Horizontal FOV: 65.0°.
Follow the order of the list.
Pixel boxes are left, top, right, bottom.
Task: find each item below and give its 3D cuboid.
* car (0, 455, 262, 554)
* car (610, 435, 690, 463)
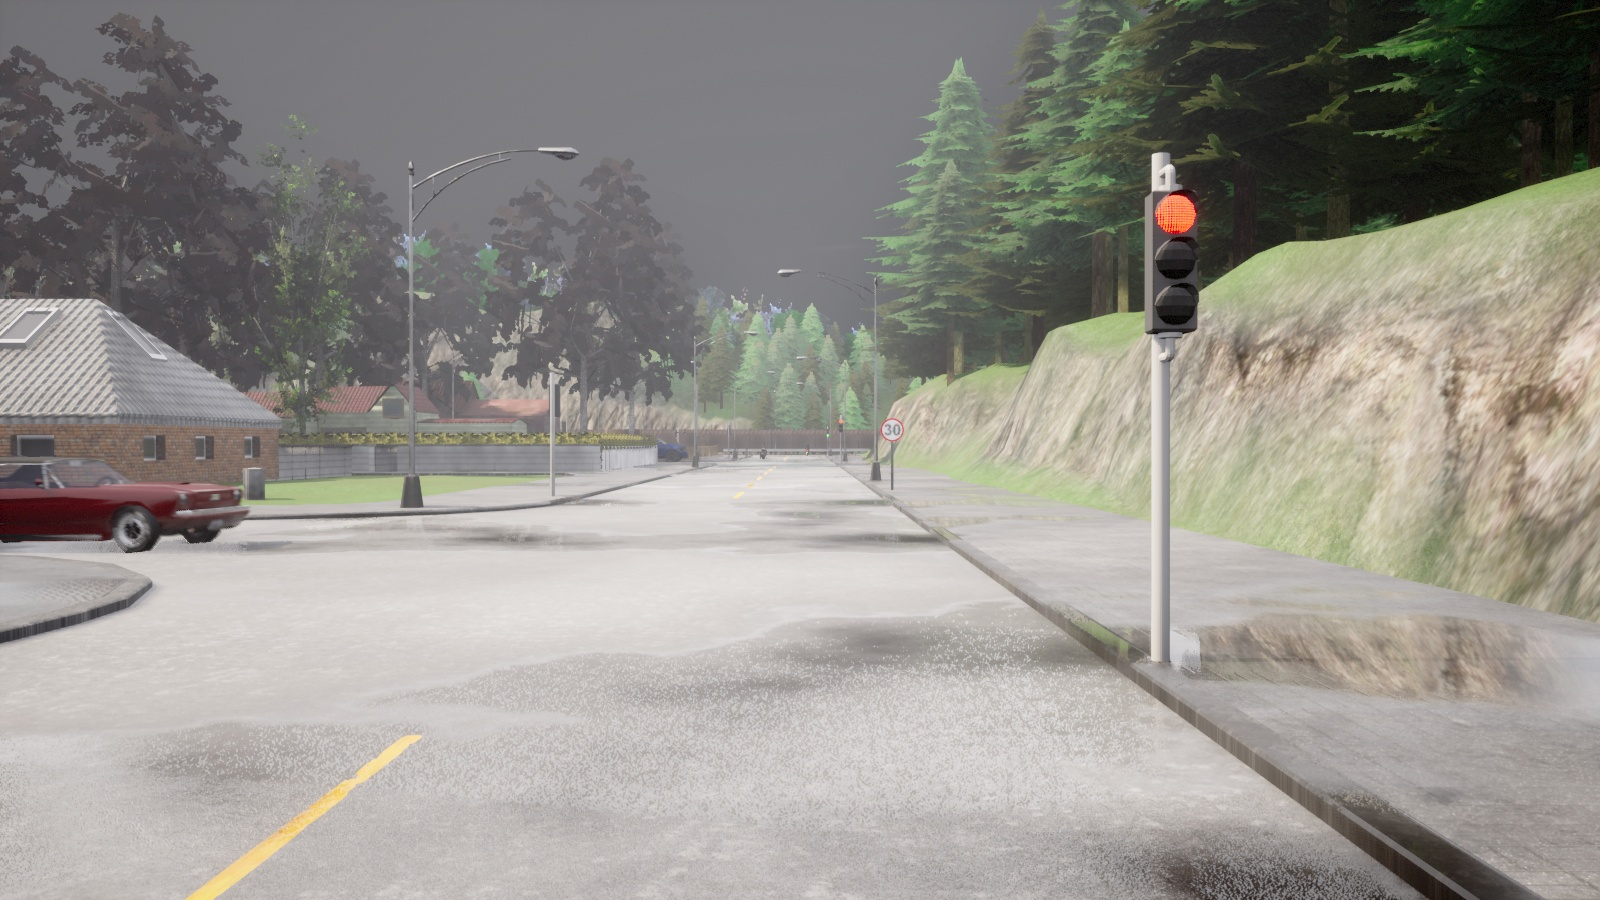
[{"bbox_3d":[-10.459,0.737,17.987,4.718,1.301,1.895,0,0,4],"label":"car"},{"bbox_3d":[-10.940,-0.063,92.117,5.566,2.045,2.150,0,0,2],"label":"car"}]
